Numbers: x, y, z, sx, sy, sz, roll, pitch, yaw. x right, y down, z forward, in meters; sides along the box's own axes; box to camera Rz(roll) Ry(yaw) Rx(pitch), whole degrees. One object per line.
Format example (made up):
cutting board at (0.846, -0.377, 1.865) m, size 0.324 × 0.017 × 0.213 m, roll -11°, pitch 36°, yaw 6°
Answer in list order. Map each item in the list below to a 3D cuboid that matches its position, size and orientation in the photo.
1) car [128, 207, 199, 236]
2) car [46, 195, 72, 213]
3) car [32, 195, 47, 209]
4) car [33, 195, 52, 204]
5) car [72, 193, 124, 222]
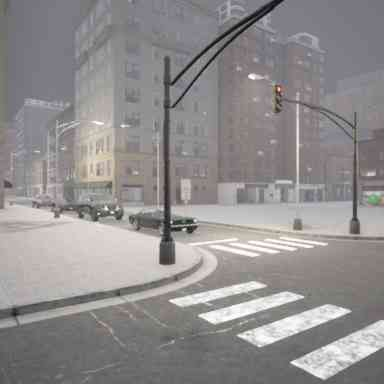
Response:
car at (-1.661, 1.525, 18.150) m, size 1.895 × 1.301 × 4.718 m, roll 0°, pitch 0°, yaw -36°
car at (-13.175, 1.309, 34.312) m, size 1.882 × 1.535 × 5.008 m, roll 0°, pitch 0°, yaw -36°
car at (-19.078, 1.137, 42.648) m, size 2.097 × 1.767 × 4.553 m, roll 0°, pitch 0°, yaw -35°
car at (-25.423, 1.267, 56.545) m, size 2.033 × 1.411 × 5.357 m, roll 0°, pitch 0°, yaw -35°
car at (-7.305, 1.100, 26.054) m, size 2.150 × 2.045 × 5.566 m, roll 0°, pitch 0°, yaw -35°
